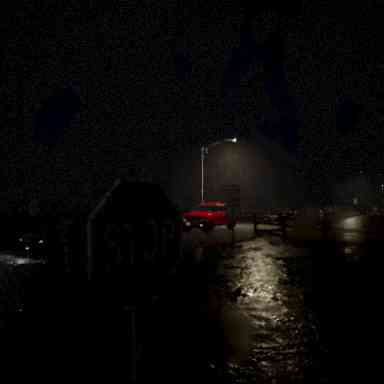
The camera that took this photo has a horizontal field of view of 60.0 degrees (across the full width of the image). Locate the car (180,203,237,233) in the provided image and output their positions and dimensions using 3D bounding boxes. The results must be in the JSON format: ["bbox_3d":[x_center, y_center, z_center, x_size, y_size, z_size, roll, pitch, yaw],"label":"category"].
[{"bbox_3d":[1.338,1.852,24.962,2.150,2.045,5.566,-1,-2,36],"label":"car"}]

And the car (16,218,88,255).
[{"bbox_3d":[-5.189,1.931,15.590,2.033,1.411,5.357,-1,-2,32],"label":"car"}]

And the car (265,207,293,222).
[{"bbox_3d":[9.592,2.465,36.467,1.837,1.490,4.892,-1,-2,36],"label":"car"}]
